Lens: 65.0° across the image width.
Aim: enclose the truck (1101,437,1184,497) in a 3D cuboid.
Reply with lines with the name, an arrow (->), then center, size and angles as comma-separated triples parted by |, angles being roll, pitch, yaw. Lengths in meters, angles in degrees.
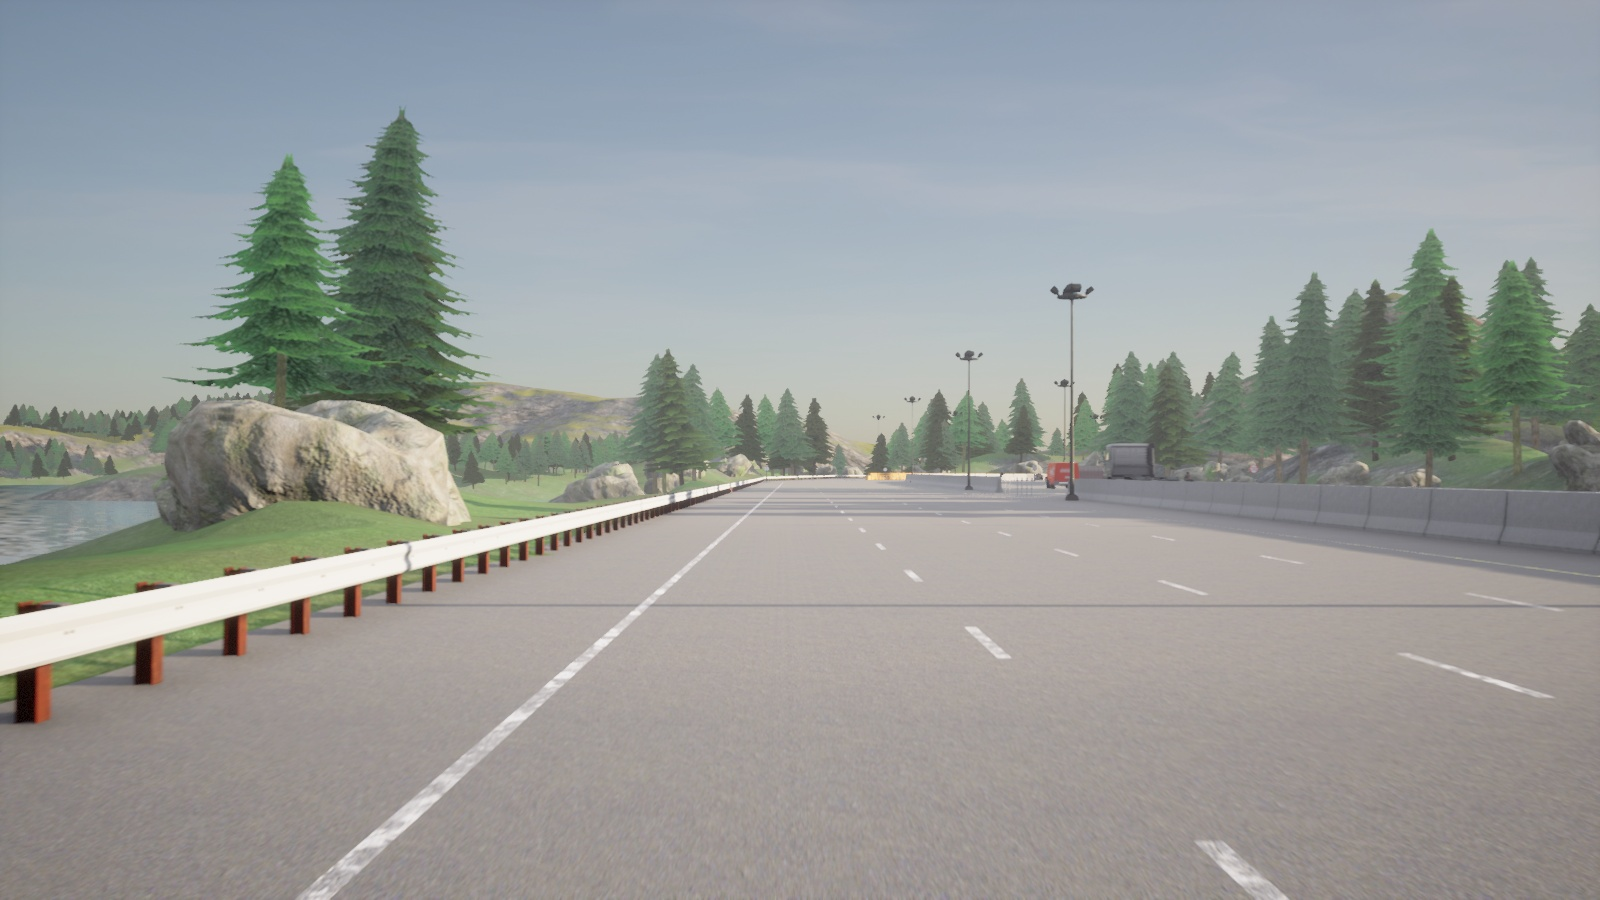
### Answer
truck -> 20.815, 1.035, 76.803 | 2.891, 3.462, 7.936 | 0, -1, 0
